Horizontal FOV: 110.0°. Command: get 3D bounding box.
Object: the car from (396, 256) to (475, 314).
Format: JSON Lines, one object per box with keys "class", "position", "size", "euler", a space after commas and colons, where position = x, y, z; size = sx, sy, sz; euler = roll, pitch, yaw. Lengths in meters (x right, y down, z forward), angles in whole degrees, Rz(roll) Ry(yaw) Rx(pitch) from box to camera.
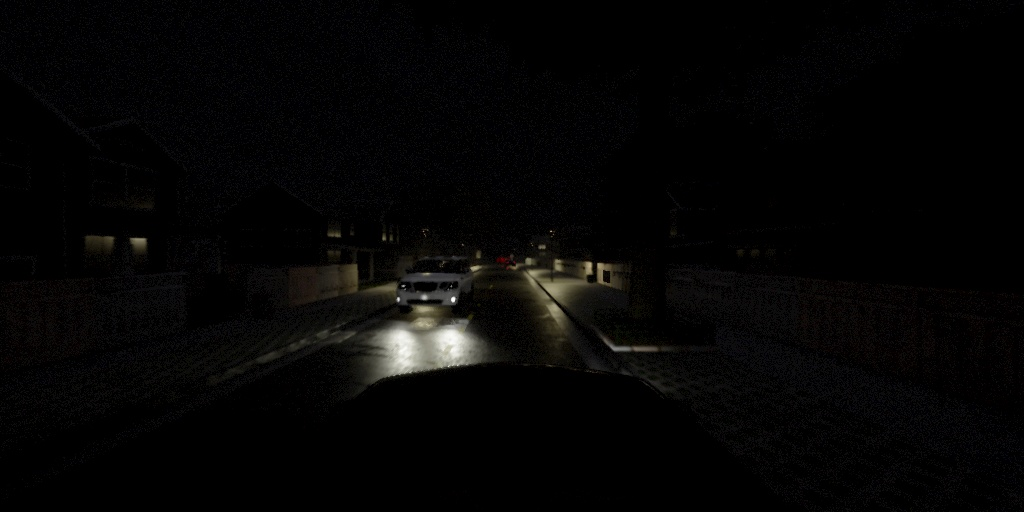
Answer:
{"class": "car", "position": [-2.797, 0.997, 14.337], "size": [2.150, 2.045, 5.566], "euler": [0, 0, 1]}
